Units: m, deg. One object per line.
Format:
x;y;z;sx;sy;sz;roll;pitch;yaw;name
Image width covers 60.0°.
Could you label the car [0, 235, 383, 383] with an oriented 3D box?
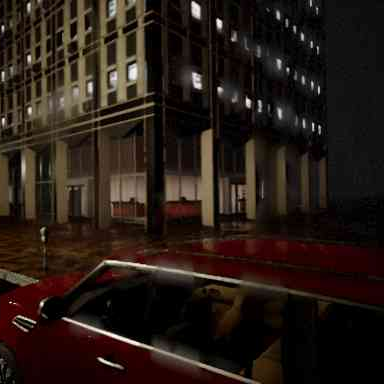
0.127;1.316;2.839;5.009;1.841;2.192;0;-1;37;car
